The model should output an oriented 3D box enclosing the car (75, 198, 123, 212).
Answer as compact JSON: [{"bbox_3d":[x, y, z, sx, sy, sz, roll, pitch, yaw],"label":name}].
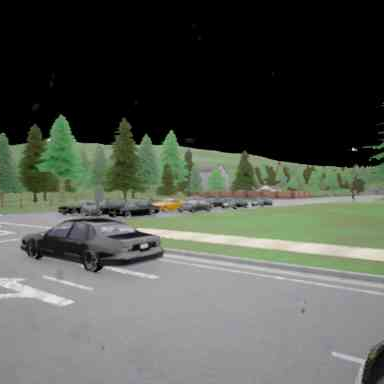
[{"bbox_3d":[-8.059,1.352,30.900,2.097,1.767,4.553,0,0,36],"label":"car"}]

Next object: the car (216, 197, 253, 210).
[{"bbox_3d":[5.659,1.492,43.701,2.128,1.511,4.902,0,0,36],"label":"car"}]

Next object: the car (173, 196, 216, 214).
[{"bbox_3d":[0.337,1.526,36.413,1.812,1.442,4.674,0,0,36],"label":"car"}]

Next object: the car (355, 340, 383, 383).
[{"bbox_3d":[3.457,1.493,1.524,4.902,1.511,2.128,0,0,36],"label":"car"}]

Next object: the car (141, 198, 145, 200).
[{"bbox_3d":[-5.354,1.492,40.516,2.128,1.511,4.902,0,0,36],"label":"car"}]

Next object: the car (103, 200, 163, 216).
[{"bbox_3d":[-5.064,1.601,29.062,1.895,1.301,4.718,0,0,36],"label":"car"}]

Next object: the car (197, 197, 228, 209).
[{"bbox_3d":[2.860,1.505,45.802,1.837,1.490,4.892,0,0,36],"label":"car"}]

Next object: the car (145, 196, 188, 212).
[{"bbox_3d":[-2.687,1.478,38.236,1.882,1.535,5.008,0,0,36],"label":"car"}]

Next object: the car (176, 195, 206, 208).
[{"bbox_3d":[-0.102,1.352,47.675,2.097,1.767,4.553,0,0,36],"label":"car"}]

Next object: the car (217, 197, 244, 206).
[{"bbox_3d":[6.625,1.549,56.784,2.033,1.411,5.357,0,0,36],"label":"car"}]

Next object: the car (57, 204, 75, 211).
[{"bbox_3d":[-10.860,1.600,33.000,1.895,1.301,4.718,0,0,36],"label":"car"}]

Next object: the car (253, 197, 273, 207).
[{"bbox_3d":[10.667,1.491,50.517,2.128,1.511,4.902,0,0,36],"label":"car"}]

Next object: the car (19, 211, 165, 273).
[{"bbox_3d":[-3.367,1.547,10.693,5.357,1.411,2.033,0,0,36],"label":"car"}]
